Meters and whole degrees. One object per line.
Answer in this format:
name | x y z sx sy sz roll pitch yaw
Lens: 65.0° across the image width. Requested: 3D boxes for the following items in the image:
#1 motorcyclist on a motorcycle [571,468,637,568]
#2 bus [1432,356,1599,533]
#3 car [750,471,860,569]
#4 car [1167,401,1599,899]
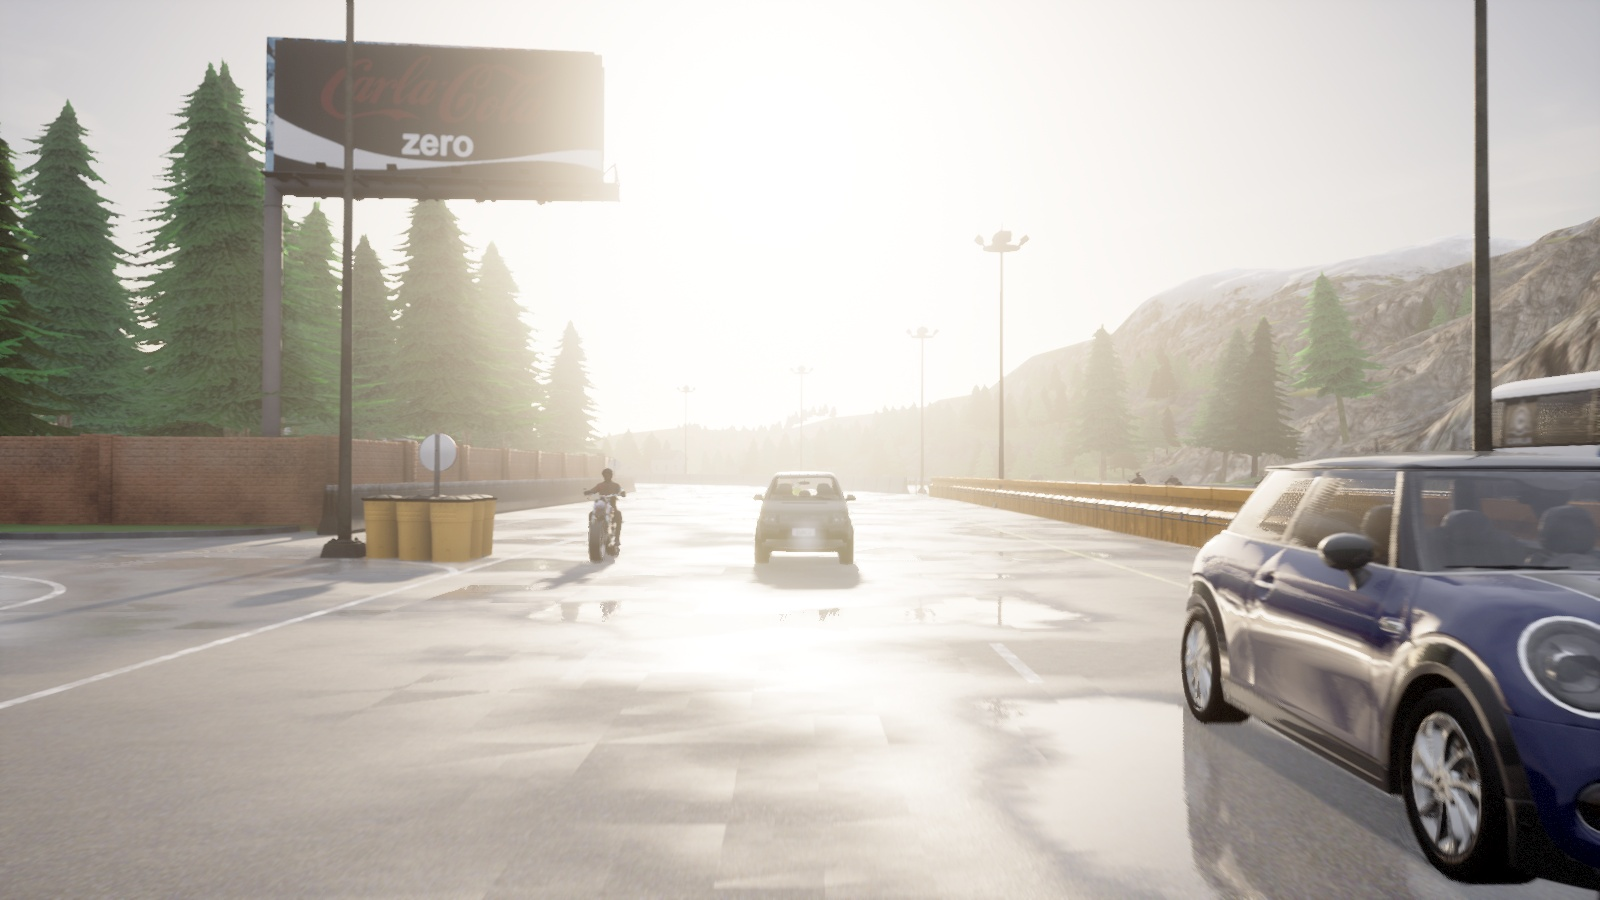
motorcyclist on a motorcycle | -3.410 1.151 22.018 0.766 1.649 2.350 0 -1 0
bus | 21.143 -0.089 32.933 3.944 4.253 10.273 0 -1 0
car | 0.092 1.165 22.293 1.789 1.549 3.705 0 0 0
car | 3.508 0.763 6.152 2.097 1.767 4.553 0 -1 0
